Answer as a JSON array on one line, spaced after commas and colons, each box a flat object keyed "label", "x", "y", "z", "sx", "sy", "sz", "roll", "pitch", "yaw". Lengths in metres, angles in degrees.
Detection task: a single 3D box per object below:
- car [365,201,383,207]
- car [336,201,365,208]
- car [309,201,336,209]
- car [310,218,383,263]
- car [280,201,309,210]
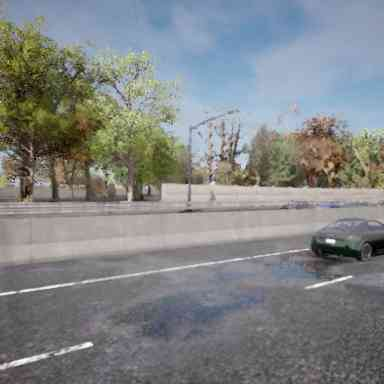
[{"label": "car", "x": 21.617, "y": 1.753, "z": 36.647, "sx": 4.553, "sy": 1.767, "sz": 2.097, "roll": 1, "pitch": 0, "yaw": -35}, {"label": "car", "x": 19.642, "y": 1.906, "z": 39.536, "sx": 4.892, "sy": 1.490, "sz": 1.837, "roll": 1, "pitch": 0, "yaw": -35}, {"label": "car", "x": 17.396, "y": 1.924, "z": 42.233, "sx": 4.674, "sy": 1.442, "sz": 1.812, "roll": 1, "pitch": 0, "yaw": -35}, {"label": "car", "x": 6.419, "y": 1.688, "z": 12.652, "sx": 4.181, "sy": 1.385, "sz": 1.994, "roll": 1, "pitch": 0, "yaw": -35}, {"label": "car", "x": 14.010, "y": 1.927, "z": 44.029, "sx": 5.357, "sy": 1.411, "sz": 2.033, "roll": 1, "pitch": 0, "yaw": -37}]
